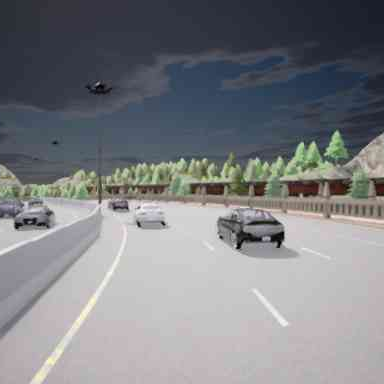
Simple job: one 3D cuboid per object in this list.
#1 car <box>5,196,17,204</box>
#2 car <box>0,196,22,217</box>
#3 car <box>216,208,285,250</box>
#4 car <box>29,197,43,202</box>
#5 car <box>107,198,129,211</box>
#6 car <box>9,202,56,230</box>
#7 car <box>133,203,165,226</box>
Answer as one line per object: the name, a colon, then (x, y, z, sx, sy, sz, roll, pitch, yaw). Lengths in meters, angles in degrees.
car: (-35.794, 1.589, 65.732, 1.837, 1.490, 4.892, -1, 0, -31)
car: (-16.381, 1.406, 30.016, 2.097, 1.767, 4.553, -1, 0, -21)
car: (2.308, 1.447, 14.190, 2.128, 1.511, 4.902, 0, 0, -8)
car: (-27.503, 1.644, 58.658, 1.994, 1.385, 4.181, -1, 0, -30)
car: (-8.879, 1.459, 39.826, 2.128, 1.511, 4.902, 0, 0, -24)
car: (-10.065, 1.582, 21.572, 1.994, 1.385, 4.181, 0, 0, -15)
car: (-2.998, 1.493, 22.949, 1.812, 1.442, 4.674, 0, 0, -14)
